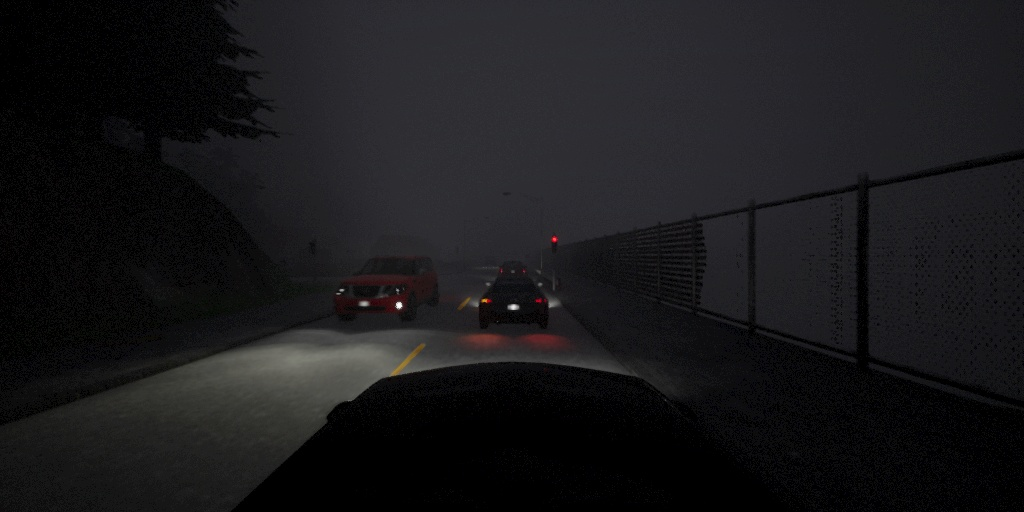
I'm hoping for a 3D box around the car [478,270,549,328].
[{"bbox_3d":[0.064,1.315,11.375,1.994,1.385,4.181,0,0,1],"label":"car"}]

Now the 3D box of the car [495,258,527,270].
[{"bbox_3d":[0.071,1.108,27.398,2.097,1.767,4.553,0,0,0],"label":"car"}]

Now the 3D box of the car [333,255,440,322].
[{"bbox_3d":[-4.064,0.977,12.669,2.150,2.045,5.566,0,0,0],"label":"car"}]

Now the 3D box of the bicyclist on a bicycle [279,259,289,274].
[{"bbox_3d":[-23.789,1.107,37.387,0.582,1.620,1.656,0,0,0],"label":"bicyclist on a bicycle"}]
